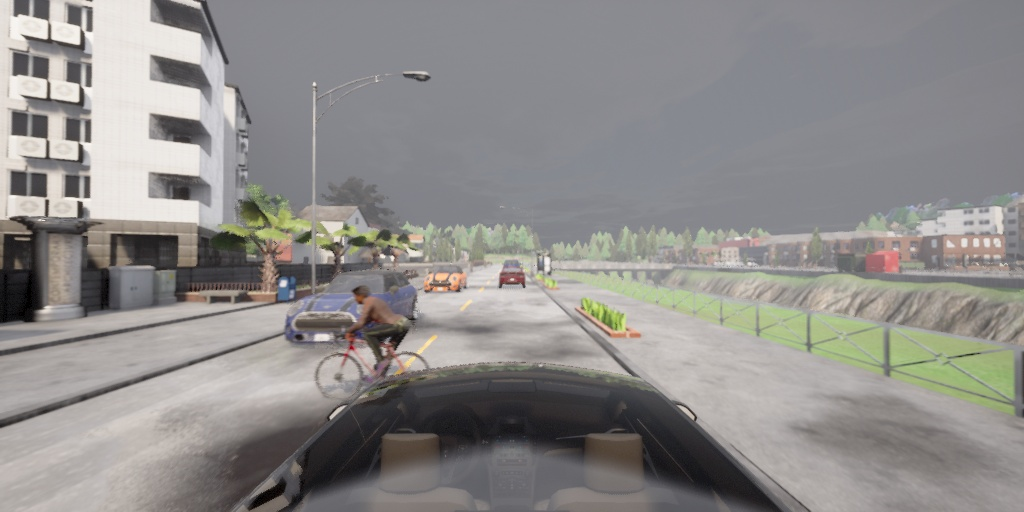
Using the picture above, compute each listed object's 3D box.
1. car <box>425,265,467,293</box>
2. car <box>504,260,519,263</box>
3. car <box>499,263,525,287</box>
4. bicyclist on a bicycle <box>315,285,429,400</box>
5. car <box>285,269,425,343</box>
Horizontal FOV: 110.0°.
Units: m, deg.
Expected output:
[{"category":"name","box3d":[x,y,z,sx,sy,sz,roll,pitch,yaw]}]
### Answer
[{"category":"car","box3d":[-4.150,1.357,22.988,2.097,1.767,4.553,0,-1,0]},{"category":"car","box3d":[-0.046,1.479,43.913,2.150,2.045,5.566,0,0,0]},{"category":"car","box3d":[0.014,1.537,27.556,1.882,1.535,5.008,0,-1,0]},{"category":"bicyclist on a bicycle","box3d":[-1.975,1.242,5.086,1.656,1.620,0.582,-1,-1,0]},{"category":"car","box3d":[-4.122,1.201,10.020,2.097,1.767,4.553,0,-1,0]}]
